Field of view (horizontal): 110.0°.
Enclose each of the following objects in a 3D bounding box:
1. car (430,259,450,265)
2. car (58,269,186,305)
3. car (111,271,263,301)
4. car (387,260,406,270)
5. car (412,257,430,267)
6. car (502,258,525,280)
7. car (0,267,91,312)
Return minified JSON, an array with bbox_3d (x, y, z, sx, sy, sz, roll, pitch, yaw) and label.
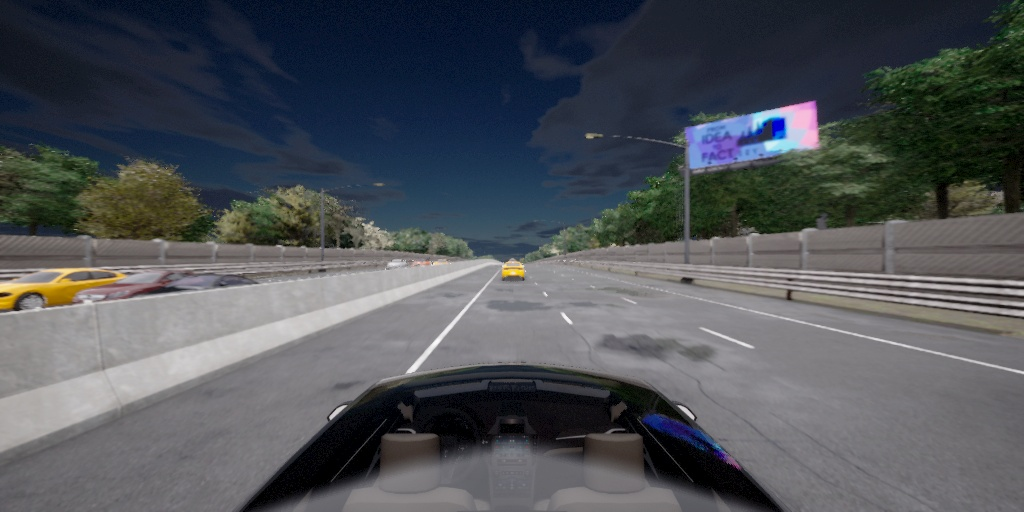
[{"bbox_3d":[-10.532,1.247,54.263,1.882,1.535,5.008,0,0,1],"label":"car"},{"bbox_3d":[-14.084,1.283,14.240,1.812,1.442,4.674,0,0,0],"label":"car"},{"bbox_3d":[-10.591,1.320,12.508,1.994,1.385,4.181,0,0,0],"label":"car"},{"bbox_3d":[-17.524,1.295,54.737,1.812,1.442,4.674,0,0,1],"label":"car"},{"bbox_3d":[-14.029,1.120,55.996,2.097,1.767,4.553,0,0,1],"label":"car"},{"bbox_3d":[0.101,1.242,31.804,1.882,1.535,5.008,0,0,0],"label":"car"},{"bbox_3d":[-17.589,1.235,14.061,1.882,1.535,5.008,0,0,0],"label":"car"}]
